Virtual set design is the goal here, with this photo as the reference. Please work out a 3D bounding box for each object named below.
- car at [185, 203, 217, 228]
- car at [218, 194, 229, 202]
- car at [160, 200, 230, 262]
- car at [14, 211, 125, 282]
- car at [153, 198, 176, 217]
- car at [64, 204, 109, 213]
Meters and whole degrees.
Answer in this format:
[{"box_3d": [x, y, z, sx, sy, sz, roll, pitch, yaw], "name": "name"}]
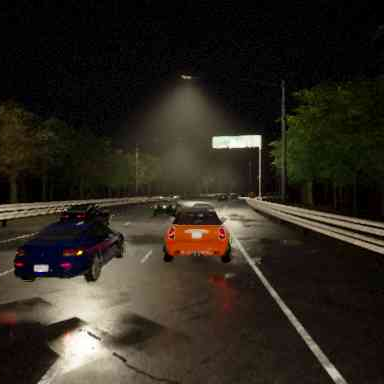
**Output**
[{"box_3d": [0.743, 1.548, 23.843, 2.033, 1.411, 5.357, 0, 0, 4], "name": "car"}, {"box_3d": [7.404, 1.329, 77.272, 2.097, 1.767, 4.553, 0, 0, 11], "name": "car"}, {"box_3d": [0.217, 1.354, 12.364, 2.097, 1.767, 4.553, 0, 0, 2], "name": "car"}, {"box_3d": [-3.269, 1.519, 9.659, 1.812, 1.442, 4.674, 0, 0, 2], "name": "car"}, {"box_3d": [-2.176, 1.342, 30.586, 2.097, 1.767, 4.553, 0, 0, 4], "name": "car"}, {"box_3d": [-6.368, 1.489, 20.415, 1.837, 1.490, 4.892, 0, 0, 3], "name": "car"}]
